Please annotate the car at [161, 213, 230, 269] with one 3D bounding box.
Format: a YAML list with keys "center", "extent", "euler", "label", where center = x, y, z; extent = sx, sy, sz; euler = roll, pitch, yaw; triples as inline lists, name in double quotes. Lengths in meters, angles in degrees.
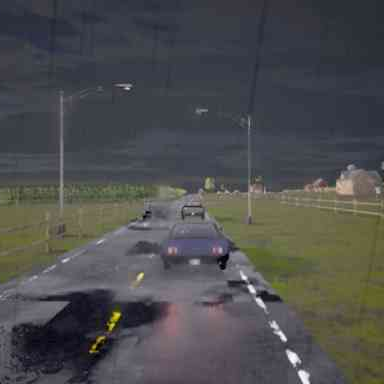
- center: [0.088, 1.592, 11.133]
  extent: [1.895, 1.301, 4.718]
  euler: [0, 0, 0]
  label: "car"

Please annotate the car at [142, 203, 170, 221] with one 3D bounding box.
- center: [-2.859, 1.580, 26.974]
  extent: [1.895, 1.301, 4.718]
  euler: [0, 0, 0]
  label: "car"

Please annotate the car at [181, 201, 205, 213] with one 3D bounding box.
- center: [0.084, 1.470, 27.961]
  extent: [2.128, 1.511, 4.902]
  euler: [0, 0, 0]
  label: "car"
